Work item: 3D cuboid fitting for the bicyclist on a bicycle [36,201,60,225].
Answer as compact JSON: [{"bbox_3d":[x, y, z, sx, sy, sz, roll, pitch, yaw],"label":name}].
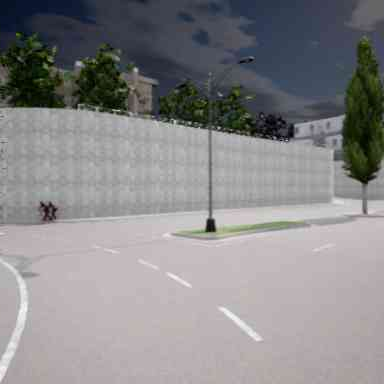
[{"bbox_3d":[-9.997,1.452,23.655,0.582,1.620,1.656,9,9,21],"label":"bicyclist on a bicycle"}]
